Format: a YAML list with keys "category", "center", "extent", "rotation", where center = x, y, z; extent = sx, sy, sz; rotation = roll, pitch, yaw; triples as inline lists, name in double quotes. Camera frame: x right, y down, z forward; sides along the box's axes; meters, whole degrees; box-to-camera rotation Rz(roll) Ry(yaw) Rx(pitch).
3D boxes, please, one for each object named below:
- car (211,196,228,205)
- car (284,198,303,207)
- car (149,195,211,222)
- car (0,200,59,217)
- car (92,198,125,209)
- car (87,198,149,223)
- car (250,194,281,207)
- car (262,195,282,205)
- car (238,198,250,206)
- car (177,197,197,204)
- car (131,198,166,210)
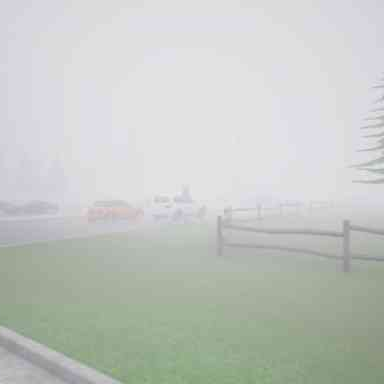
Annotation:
- category: "car"
  center: [4.772, 1.575, 61.590]
  extent: [2.128, 1.511, 4.902]
  rotation: [0, 0, 36]
- category: "car"
  center: [15.399, 1.567, 50.530]
  extent: [1.812, 1.442, 4.674]
  rotation: [0, 0, 36]
- category: "car"
  center: [-1.028, 1.262, 27.050]
  extent: [2.150, 2.045, 5.566]
  rotation: [0, 0, 35]
- category: "car"
  center: [-15.623, 1.555, 32.597]
  extent: [1.882, 1.535, 5.008]
  rotation: [0, 0, 35]
- category: "car"
  center: [-12.354, 1.621, 49.546]
  extent: [1.812, 1.442, 4.674]
  rotation: [0, 0, 35]
- category: "car"
  center: [-5.891, 1.401, 26.116]
  extent: [2.097, 1.767, 4.553]
  rotation: [0, 0, 35]
- category: "car"
  center: [11.568, 1.271, 51.218]
  extent: [2.150, 2.045, 5.566]
  rotation: [0, 0, 36]
- category: "car"
  center: [14.981, 1.410, 61.988]
  extent: [2.097, 1.767, 4.553]
  rotation: [0, 0, 36]
- category: "car"
  center: [9.464, 1.606, 54.269]
  extent: [2.033, 1.411, 5.357]
  rotation: [0, 0, 36]
- category: "car"
  center: [-0.952, 1.663, 65.619]
  extent: [1.994, 1.385, 4.181]
  rotation: [0, 0, 36]
- category: "car"
  center: [-5.960, 1.570, 46.483]
  extent: [2.128, 1.511, 4.902]
  rotation: [0, 0, 35]
